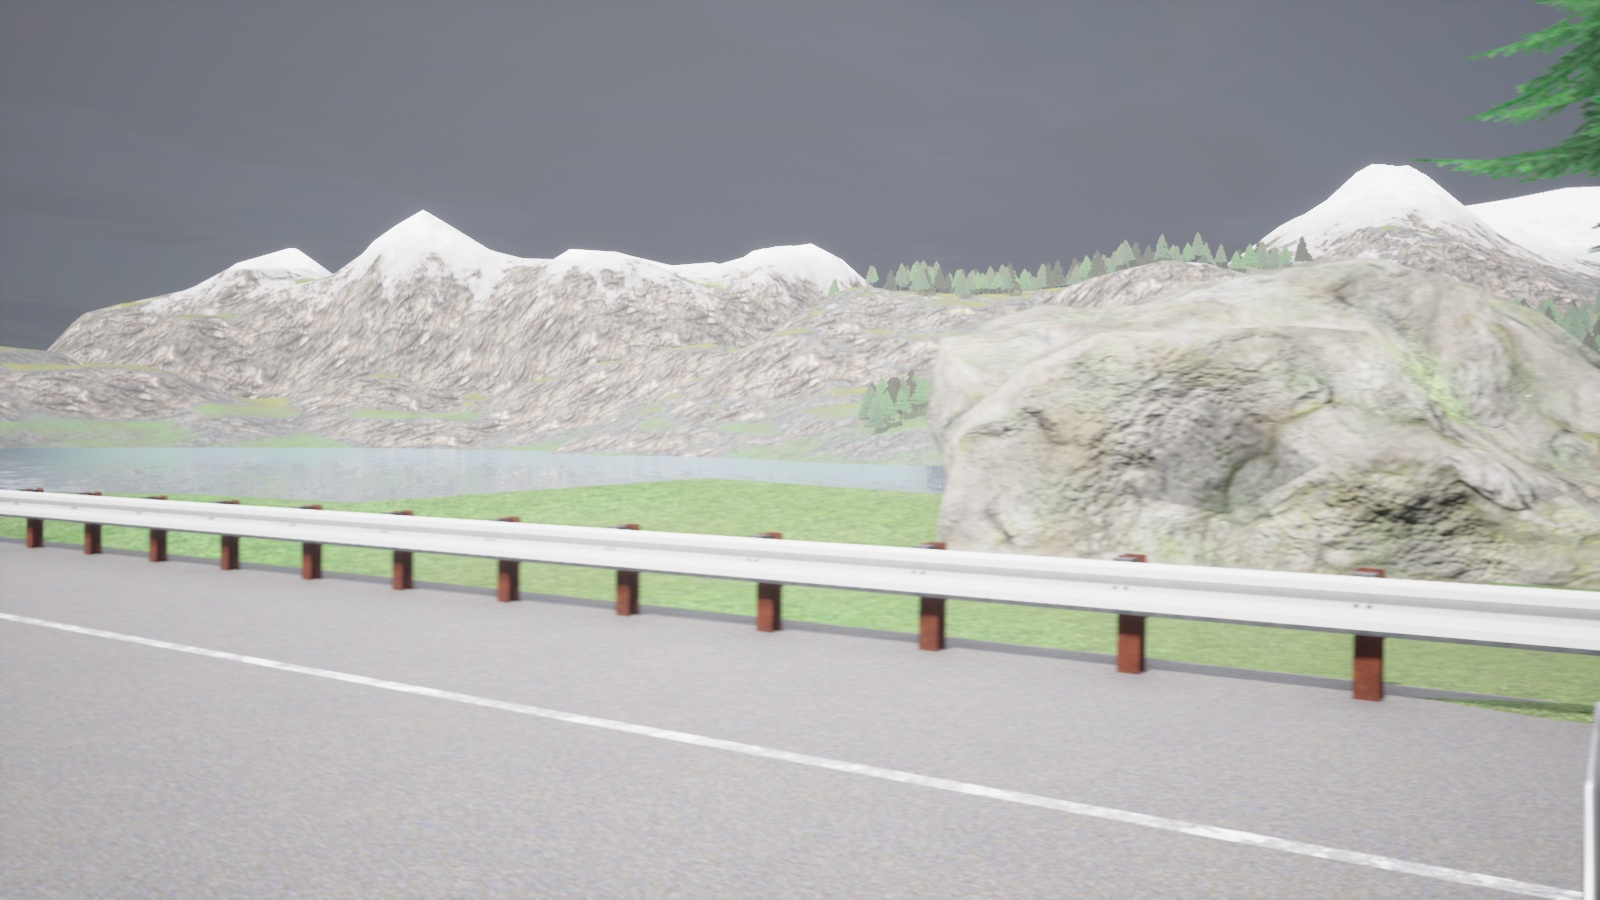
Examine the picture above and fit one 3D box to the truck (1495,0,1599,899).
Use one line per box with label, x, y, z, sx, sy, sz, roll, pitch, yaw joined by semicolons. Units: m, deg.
truck;3.720;0.191;1.142;5.204;2.467;2.627;0;1;34
